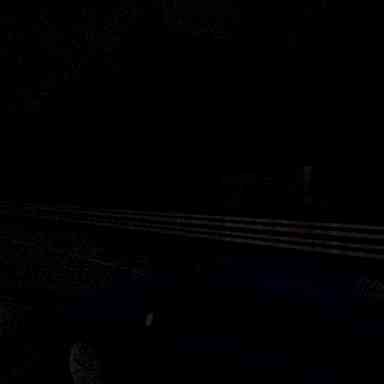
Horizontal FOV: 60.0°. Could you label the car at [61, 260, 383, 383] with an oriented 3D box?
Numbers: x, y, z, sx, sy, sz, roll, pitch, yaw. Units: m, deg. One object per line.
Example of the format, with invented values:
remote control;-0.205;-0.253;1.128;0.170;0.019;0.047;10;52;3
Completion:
car;0.682;1.479;3.390;5.008;1.535;1.882;0;0;36
